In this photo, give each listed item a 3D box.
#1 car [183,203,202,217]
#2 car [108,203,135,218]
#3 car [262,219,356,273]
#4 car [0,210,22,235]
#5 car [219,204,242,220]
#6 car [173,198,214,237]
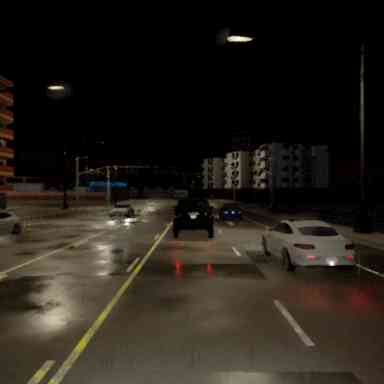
[{"bbox_3d":[0.097,1.933,37.090,1.994,1.385,4.181,0,-1,0],"label":"car"},{"bbox_3d":[-7.088,1.868,34.088,1.812,1.442,4.674,0,-1,0],"label":"car"},{"bbox_3d":[3.599,1.610,10.879,1.812,1.442,4.674,0,-1,0],"label":"car"},{"bbox_3d":[-10.602,1.681,17.227,1.812,1.442,4.674,0,-1,0],"label":"car"},{"bbox_3d":[3.599,1.864,31.639,2.033,1.411,5.357,0,-1,0],"label":"car"},{"bbox_3d":[0.094,1.397,19.364,2.150,2.045,5.566,0,-1,1],"label":"car"}]
